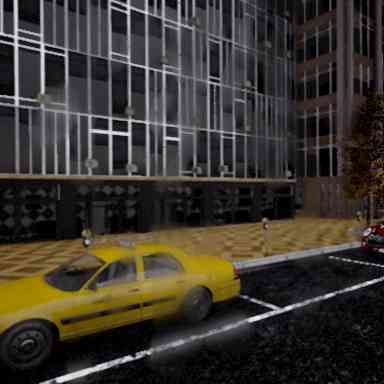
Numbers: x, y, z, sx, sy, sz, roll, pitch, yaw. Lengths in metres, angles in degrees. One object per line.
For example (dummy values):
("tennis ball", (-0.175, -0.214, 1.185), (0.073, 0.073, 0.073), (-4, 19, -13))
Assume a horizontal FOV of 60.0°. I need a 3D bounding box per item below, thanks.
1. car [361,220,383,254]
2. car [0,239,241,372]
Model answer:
("car", (8.052, 1.445, 12.323), (4.097, 1.590, 1.967), (0, -1, -36))
("car", (-1.336, 1.526, 5.617), (4.829, 1.417, 1.752), (0, -1, -36))
